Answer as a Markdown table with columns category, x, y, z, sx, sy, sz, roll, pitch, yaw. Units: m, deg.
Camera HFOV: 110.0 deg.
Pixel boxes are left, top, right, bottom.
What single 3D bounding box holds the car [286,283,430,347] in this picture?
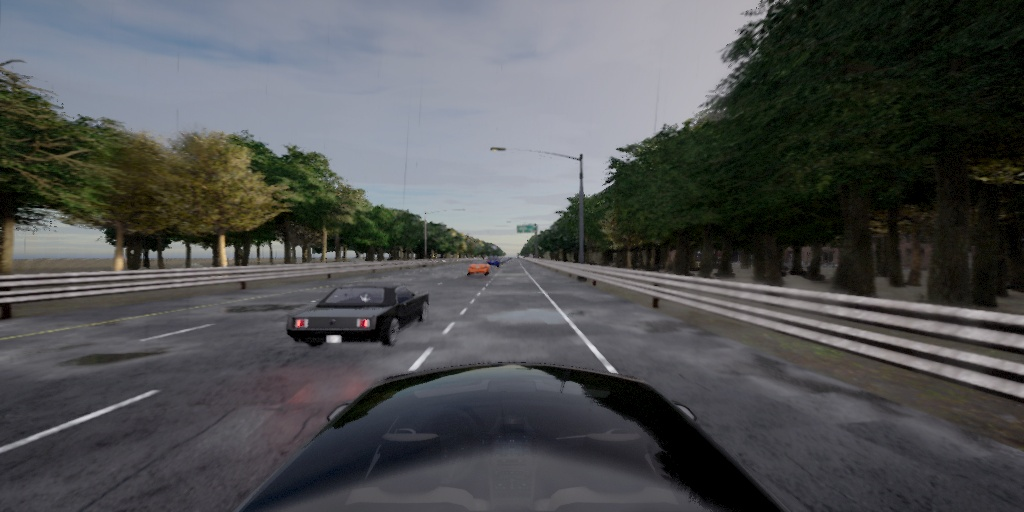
| category | x | y | z | sx | sy | sz | roll | pitch | yaw |
| --- | --- | --- | --- | --- | --- | --- | --- | --- | --- |
| car | -3.502 | 1.352 | 9.287 | 1.895 | 1.301 | 4.718 | 0 | 0 | 0 |

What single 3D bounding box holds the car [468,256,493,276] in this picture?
| category | x | y | z | sx | sy | sz | roll | pitch | yaw |
| --- | --- | --- | --- | --- | --- | --- | --- | --- | --- |
| car | -3.443 | 1.122 | 38.373 | 2.097 | 1.767 | 4.553 | 0 | 0 | 0 |

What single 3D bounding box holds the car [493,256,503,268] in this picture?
| category | x | y | z | sx | sy | sz | roll | pitch | yaw |
| --- | --- | --- | --- | --- | --- | --- | --- | --- | --- |
| car | -3.315 | 1.017 | 64.559 | 2.150 | 2.045 | 5.566 | 0 | 0 | 0 |
